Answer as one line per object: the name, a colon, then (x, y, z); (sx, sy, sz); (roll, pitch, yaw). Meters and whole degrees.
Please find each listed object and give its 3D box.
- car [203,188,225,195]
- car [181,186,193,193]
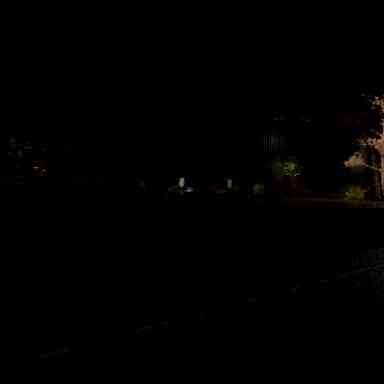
car: (4.036, -0.149, 63.084); (1.895, 1.301, 4.718); (0, 2, -36)
car: (-1.774, -0.647, 71.184); (2.128, 1.511, 4.902); (0, 2, -36)
